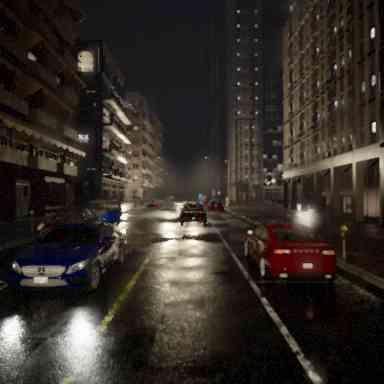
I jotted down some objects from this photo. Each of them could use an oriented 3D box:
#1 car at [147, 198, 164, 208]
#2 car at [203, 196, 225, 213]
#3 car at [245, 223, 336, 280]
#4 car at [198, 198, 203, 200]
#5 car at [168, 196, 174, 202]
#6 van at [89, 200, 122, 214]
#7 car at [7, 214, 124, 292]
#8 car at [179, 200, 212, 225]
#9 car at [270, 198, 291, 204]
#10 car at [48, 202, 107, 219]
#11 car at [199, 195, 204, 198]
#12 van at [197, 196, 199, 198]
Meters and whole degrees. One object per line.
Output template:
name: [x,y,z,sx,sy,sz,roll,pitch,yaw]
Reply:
car: [-5.671,1.744,49.902,1.802,1.307,4.206,1,0,0]
car: [2.678,1.558,38.391,1.967,1.590,4.097,1,0,0]
car: [2.673,1.573,9.900,1.887,1.381,4.507,1,0,0]
car: [0.104,1.730,41.641,1.895,1.301,4.718,0,0,0]
car: [-5.665,1.777,87.991,1.967,1.590,4.097,1,0,0]
van: [-5.669,1.404,21.417,1.690,1.788,3.998,1,0,0]
car: [-3.096,1.552,9.143,1.812,1.442,4.674,0,0,0]
car: [0.102,1.563,24.513,2.128,1.511,4.902,0,0,0]
car: [17.931,1.824,67.151,4.403,1.369,2.008,0,-2,0]
car: [-5.671,1.486,15.718,1.967,1.590,4.097,1,0,0]
car: [2.681,1.476,49.790,2.192,1.841,5.009,1,0,0]
van: [2.716,1.706,93.513,1.690,1.788,3.998,1,0,0]
